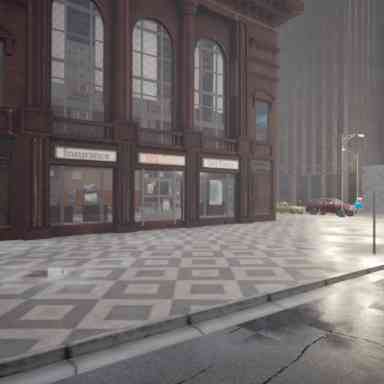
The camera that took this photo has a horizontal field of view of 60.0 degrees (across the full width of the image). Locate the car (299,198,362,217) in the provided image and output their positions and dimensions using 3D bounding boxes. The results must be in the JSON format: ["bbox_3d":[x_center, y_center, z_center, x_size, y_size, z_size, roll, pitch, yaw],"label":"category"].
[{"bbox_3d":[13.923,1.521,33.591,2.192,1.841,5.009,0,0,-35],"label":"car"}]

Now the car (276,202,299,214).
[{"bbox_3d":[10.778,1.798,38.044,1.752,1.417,4.829,0,0,-35],"label":"car"}]

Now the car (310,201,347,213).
[{"bbox_3d":[17.637,1.897,43.110,1.802,1.307,4.206,-1,0,-35],"label":"car"}]
